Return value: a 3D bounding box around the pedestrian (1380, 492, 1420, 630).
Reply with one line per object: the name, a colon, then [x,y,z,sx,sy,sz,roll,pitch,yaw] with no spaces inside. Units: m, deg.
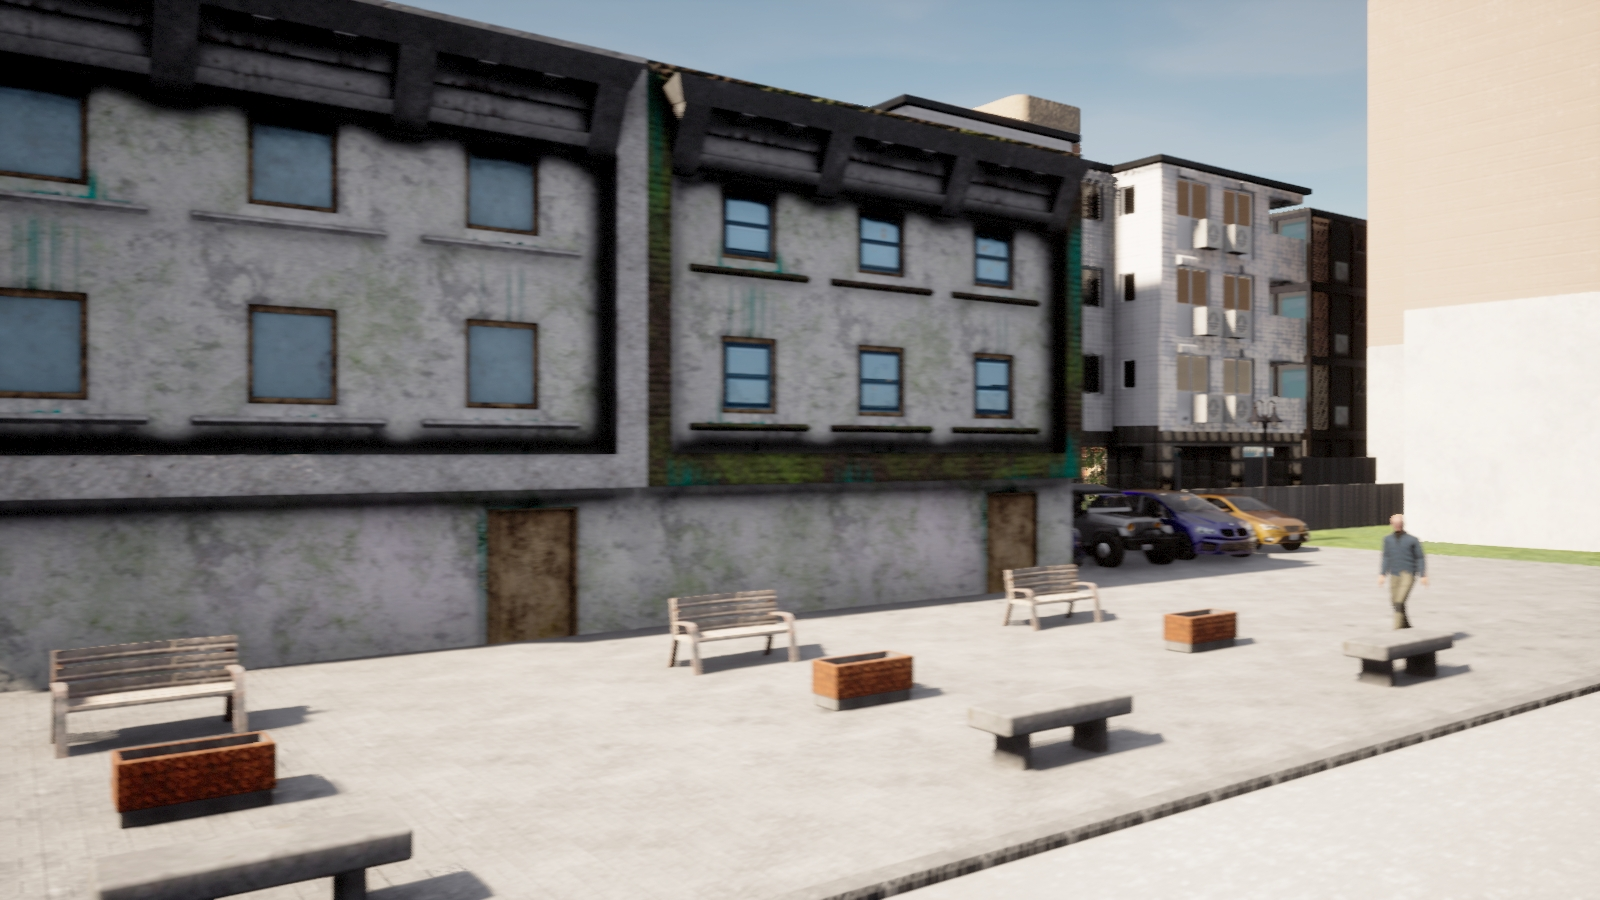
pedestrian: [8.345,1.525,15.889,0.375,1.860,0.375,0,0,-38]
